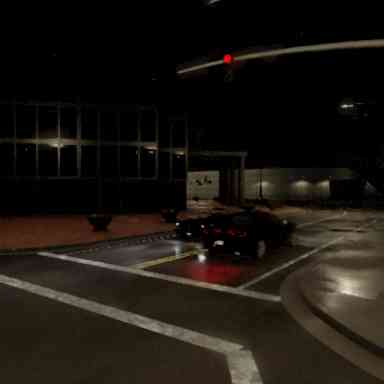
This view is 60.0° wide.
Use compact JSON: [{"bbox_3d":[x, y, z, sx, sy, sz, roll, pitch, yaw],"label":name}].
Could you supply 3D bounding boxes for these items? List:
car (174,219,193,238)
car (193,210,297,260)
[{"bbox_3d":[1.164,1.586,16.885,1.895,1.301,4.718,0,0,36],"label":"car"},{"bbox_3d":[2.368,1.468,12.578,1.882,1.535,5.008,0,0,37],"label":"car"}]
